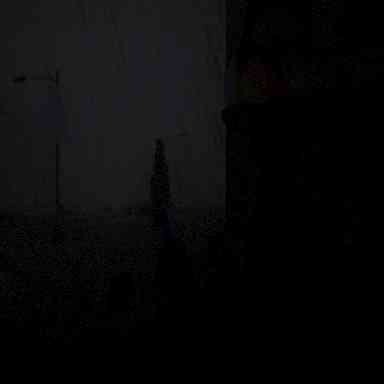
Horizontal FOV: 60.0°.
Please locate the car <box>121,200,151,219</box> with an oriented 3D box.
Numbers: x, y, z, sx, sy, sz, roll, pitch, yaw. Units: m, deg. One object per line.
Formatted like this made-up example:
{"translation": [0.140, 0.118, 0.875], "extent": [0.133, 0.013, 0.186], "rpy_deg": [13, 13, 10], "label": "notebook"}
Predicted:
{"translation": [-4.010, 1.486, 29.322], "extent": [1.882, 1.535, 5.008], "rpy_deg": [0, 0, 36], "label": "car"}
